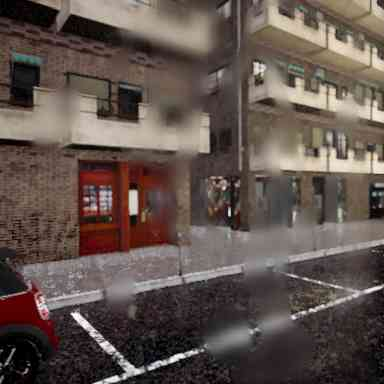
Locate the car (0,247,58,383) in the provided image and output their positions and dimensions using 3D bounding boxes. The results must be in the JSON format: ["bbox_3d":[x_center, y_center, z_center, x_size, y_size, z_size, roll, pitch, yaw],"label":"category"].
[{"bbox_3d":[-3.718,1.443,3.453,4.097,1.590,1.967,0,-1,-36],"label":"car"}]
